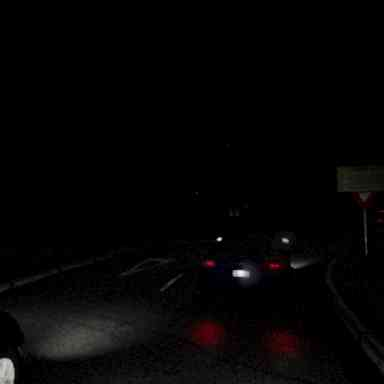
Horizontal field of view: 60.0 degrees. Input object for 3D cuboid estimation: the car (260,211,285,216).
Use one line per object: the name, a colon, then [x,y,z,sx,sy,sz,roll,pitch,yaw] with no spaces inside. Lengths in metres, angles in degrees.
car: [15.732,4.390,65.828,4.718,1.301,1.895,-4,-6,41]

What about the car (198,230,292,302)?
car: [1.522,1.667,8.584,1.994,1.385,4.181,-1,-2,15]

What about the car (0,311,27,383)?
car: [-2.855,1.519,1.827,1.837,1.490,4.892,0,0,3]

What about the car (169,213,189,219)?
car: [-4.247,7.040,93.287,4.892,1.521,2.231,0,-5,-11]

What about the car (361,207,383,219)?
car: [23.127,2.643,42.253,2.128,1.511,4.902,0,-3,6]
